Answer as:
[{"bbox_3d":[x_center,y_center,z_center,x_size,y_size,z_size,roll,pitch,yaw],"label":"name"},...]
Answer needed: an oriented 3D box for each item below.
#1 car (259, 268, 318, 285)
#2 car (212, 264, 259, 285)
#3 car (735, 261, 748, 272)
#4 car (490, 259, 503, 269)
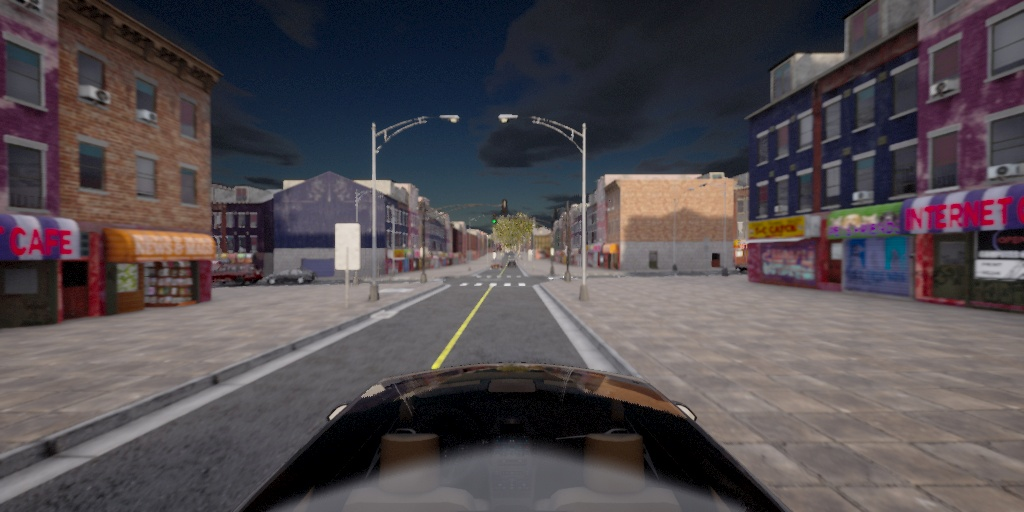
[{"bbox_3d":[-20.359,1.850,33.270,4.403,1.370,2.007,0,0,0],"label":"car"},{"bbox_3d":[-25.892,1.748,33.270,5.009,1.841,2.192,0,0,0],"label":"car"},{"bbox_3d":[23.117,0.826,33.276,4.313,1.339,1.948,0,0,0],"label":"car"},{"bbox_3d":[-2.768,1.401,65.150,2.097,1.767,4.553,0,0,0],"label":"car"}]
